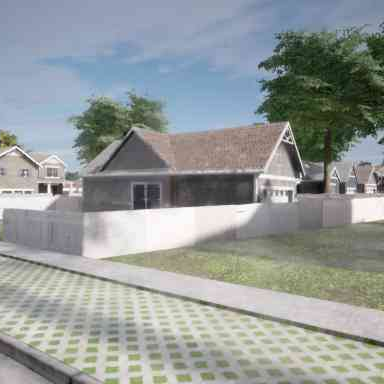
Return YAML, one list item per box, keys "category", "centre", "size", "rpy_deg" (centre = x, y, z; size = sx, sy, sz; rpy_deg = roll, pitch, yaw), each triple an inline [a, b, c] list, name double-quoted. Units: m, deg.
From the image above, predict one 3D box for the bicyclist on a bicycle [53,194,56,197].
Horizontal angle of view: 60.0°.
- category: "bicyclist on a bicycle"
  centre: [-13.035, 1.028, 31.551]
  size: [1.656, 1.620, 0.582]
  rpy_deg: [0, 1, 34]
